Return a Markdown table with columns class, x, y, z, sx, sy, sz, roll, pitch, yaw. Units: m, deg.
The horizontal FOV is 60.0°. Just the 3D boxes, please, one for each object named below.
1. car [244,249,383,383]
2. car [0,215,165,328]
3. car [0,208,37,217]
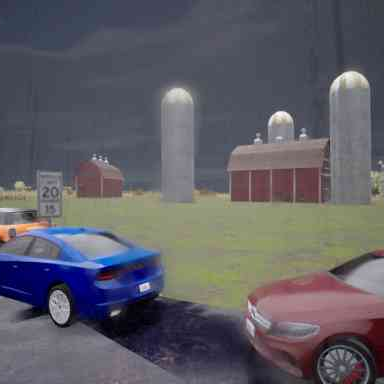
| class | x | y | z | sx | sy | sz | roll | pitch | yaw |
| --- | --- | --- | --- | --- | --- | --- | --- | --- | --- |
| car | 3.079 | 1.557 | 4.636 | 4.674 | 1.442 | 1.812 | 1 | 0 | -7 |
| car | -2.892 | 1.480 | 7.054 | 5.008 | 1.535 | 1.882 | 0 | 0 | 33 |
| car | -7.012 | 1.363 | 12.205 | 4.553 | 1.767 | 2.097 | 0 | 0 | 31 |
